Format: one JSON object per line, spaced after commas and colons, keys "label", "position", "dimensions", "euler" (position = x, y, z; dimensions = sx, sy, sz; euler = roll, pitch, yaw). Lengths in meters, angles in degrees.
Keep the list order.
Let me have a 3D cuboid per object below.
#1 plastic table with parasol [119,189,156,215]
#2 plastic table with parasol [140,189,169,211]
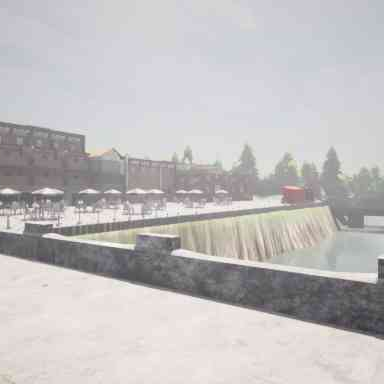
{"label": "plastic table with parasol", "position": [-5.329, 0.925, 32.530], "dimensions": [2.482, 2.480, 2.482], "euler": [0, 0, 35]}
{"label": "plastic table with parasol", "position": [-4.571, 0.925, 40.219], "dimensions": [2.482, 2.480, 2.482], "euler": [0, 0, 35]}
